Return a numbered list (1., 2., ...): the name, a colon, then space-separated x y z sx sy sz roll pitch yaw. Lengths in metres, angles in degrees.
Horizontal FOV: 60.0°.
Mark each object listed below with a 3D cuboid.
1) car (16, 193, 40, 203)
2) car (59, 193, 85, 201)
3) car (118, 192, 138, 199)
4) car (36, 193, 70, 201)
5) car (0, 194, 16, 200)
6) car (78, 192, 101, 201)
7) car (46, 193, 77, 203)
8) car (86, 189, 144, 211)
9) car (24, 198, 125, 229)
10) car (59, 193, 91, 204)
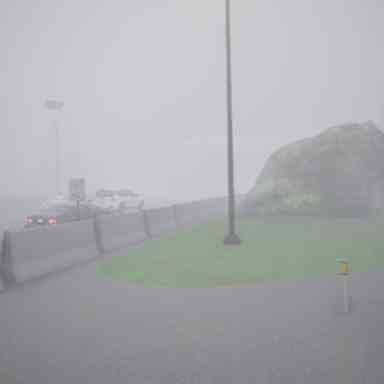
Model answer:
1. car: -24.171 1.011 51.649 1.837 1.490 4.892 -1 1 18
2. car: -23.463 0.913 65.226 2.128 1.511 4.902 -1 0 18
3. car: -12.450 0.650 65.197 1.994 1.385 4.181 -1 0 18
4. car: -12.087 1.083 31.536 1.812 1.442 4.674 -1 1 18
5. car: -28.125 1.073 50.803 1.837 1.490 4.892 -1 0 18
6. car: -19.939 0.870 64.757 1.837 1.490 4.892 -1 0 18
7. car: -20.365 0.960 52.003 1.837 1.490 4.892 -1 0 18
8. car: -5.980 0.740 27.662 2.150 2.045 5.566 -1 1 18
9. car: -5.790 1.243 16.763 2.033 1.411 5.357 -1 1 18
10. car: -17.424 0.938 49.796 1.837 1.490 4.892 -1 0 18
